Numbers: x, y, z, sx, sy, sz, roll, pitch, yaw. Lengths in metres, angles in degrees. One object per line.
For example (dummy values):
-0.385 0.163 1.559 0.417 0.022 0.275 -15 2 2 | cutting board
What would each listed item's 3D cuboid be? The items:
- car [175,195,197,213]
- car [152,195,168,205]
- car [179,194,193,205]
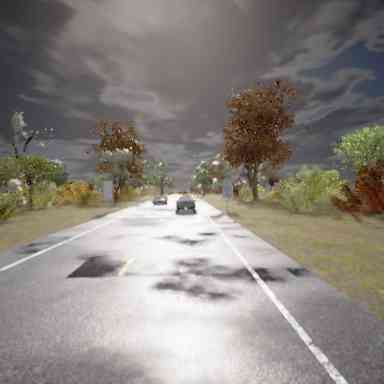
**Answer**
-0.583 1.161 31.849 1.837 1.490 4.892 -1 1 -1 | car
-4.380 1.167 46.562 1.994 1.385 4.181 -1 1 -1 | car
-0.834 1.073 47.559 1.994 1.385 4.181 -1 1 -1 | car
